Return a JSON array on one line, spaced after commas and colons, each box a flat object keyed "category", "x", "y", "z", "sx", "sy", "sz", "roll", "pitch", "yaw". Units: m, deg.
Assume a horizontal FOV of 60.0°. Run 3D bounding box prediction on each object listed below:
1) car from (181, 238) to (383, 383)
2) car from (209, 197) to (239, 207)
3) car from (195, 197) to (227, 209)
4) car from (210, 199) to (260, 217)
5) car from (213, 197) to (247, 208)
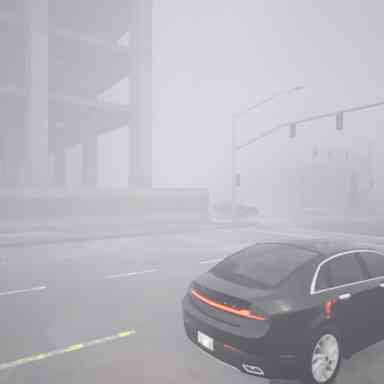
[{"category": "car", "x": 2.143, "y": 1.505, "z": 5.317, "sx": 4.892, "sy": 1.490, "sz": 1.837, "roll": 0, "pitch": 0, "yaw": -35}, {"category": "car", "x": 4.037, "y": 1.526, "z": 37.874, "sx": 1.812, "sy": 1.442, "sz": 4.674, "roll": 0, "pitch": 0, "yaw": -36}, {"category": "car", "x": 2.566, "y": 1.505, "z": 46.214, "sx": 1.837, "sy": 1.490, "sz": 4.892, "roll": 0, "pitch": 0, "yaw": -36}, {"category": "car", "x": 4.172, "y": 1.601, "z": 31.720, "sx": 1.895, "sy": 1.301, "sz": 4.718, "roll": 0, "pitch": 0, "yaw": -36}, {"category": "car", "x": 5.403, "y": 1.491, "z": 48.263, "sx": 2.128, "sy": 1.511, "sz": 4.902, "roll": 0, "pitch": 0, "yaw": -36}]
